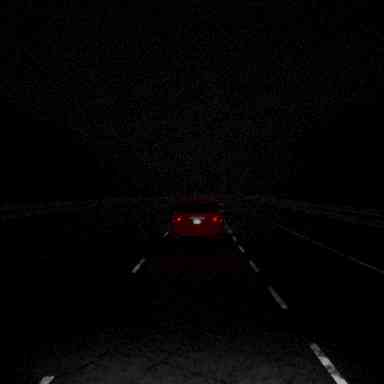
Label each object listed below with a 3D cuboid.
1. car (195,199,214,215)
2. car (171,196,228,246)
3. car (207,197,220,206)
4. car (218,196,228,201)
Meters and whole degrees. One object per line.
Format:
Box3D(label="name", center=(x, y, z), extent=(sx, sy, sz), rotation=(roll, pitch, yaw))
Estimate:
Box3D(label="car", center=(1.434, 1.550, 35.492), extent=(1.812, 1.442, 4.674), rotation=(0, 0, 4))
Box3D(label="car", center=(0.291, 1.227, 15.414), extent=(2.150, 2.045, 5.566), rotation=(0, 0, 2))
Box3D(label="car", center=(3.828, 1.591, 58.799), extent=(2.033, 1.411, 5.357), rotation=(0, 0, 7))
Box3D(label="car", center=(8.042, 1.659, 85.585), extent=(2.033, 1.411, 5.357), rotation=(0, 0, 11))
